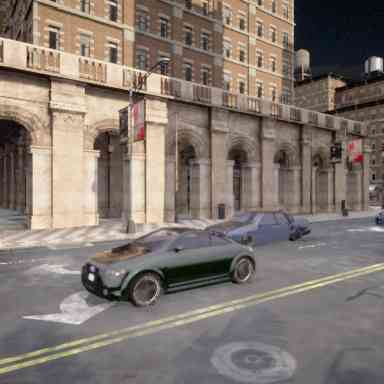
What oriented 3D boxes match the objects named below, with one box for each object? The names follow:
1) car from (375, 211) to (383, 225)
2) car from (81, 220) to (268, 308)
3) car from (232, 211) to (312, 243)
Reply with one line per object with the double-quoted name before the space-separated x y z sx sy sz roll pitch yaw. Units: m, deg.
"car" 14.317 1.525 22.581 4.674 1.442 1.812 0 0 -35
"car" -0.430 1.564 7.974 4.181 1.385 1.994 0 0 -35
"car" 3.046 1.547 14.716 5.357 1.411 2.033 0 0 -35
